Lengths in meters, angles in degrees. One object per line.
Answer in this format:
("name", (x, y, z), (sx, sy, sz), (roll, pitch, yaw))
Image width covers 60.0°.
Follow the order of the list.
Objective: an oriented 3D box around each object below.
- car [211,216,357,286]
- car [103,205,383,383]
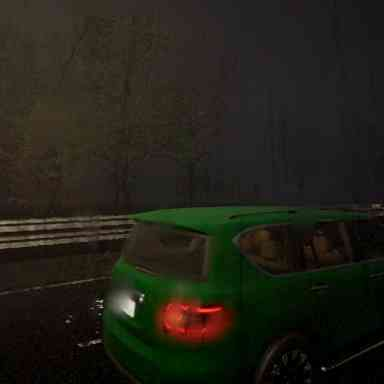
("car", (2.847, 1.548, 9.986), (4.181, 1.385, 1.994), (0, 0, -35))
("car", (1.556, 1.214, 4.821), (5.566, 2.045, 2.150), (0, 0, -35))
